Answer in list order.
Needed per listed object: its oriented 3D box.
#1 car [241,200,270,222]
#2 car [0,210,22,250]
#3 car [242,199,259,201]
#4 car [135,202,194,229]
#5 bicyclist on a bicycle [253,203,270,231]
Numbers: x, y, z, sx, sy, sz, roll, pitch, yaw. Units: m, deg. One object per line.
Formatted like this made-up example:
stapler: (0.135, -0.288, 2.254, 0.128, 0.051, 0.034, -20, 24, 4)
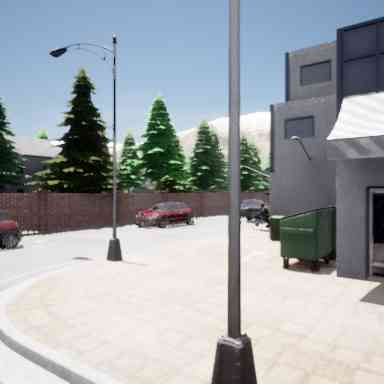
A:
car: (6.277, 1.673, 28.221, 1.837, 1.490, 4.892, 0, 0, 37)
car: (-9.296, 1.507, 13.061, 2.097, 1.767, 4.553, 0, 0, 32)
car: (5.758, 1.517, 33.702, 2.097, 1.767, 4.553, 0, 0, 36)
car: (-1.882, 1.516, 23.390, 2.097, 1.767, 4.553, 0, 0, 36)
bicyclist on a bicycle: (4.214, 1.471, 19.054, 1.656, 1.620, 0.582, 0, 0, 37)
